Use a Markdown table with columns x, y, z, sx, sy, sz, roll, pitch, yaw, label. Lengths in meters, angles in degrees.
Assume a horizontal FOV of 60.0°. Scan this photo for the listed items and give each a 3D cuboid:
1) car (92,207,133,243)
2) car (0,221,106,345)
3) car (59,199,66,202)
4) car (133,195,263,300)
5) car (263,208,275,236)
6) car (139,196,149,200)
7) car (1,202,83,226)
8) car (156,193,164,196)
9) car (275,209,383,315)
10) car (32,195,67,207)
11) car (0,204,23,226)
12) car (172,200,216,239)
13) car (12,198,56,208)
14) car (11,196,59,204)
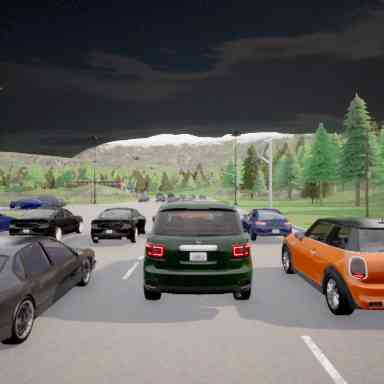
| x | y | z | sx | sy | sz | roll | pitch | yaw | label |
| --- | --- | --- | --- | --- | --- | --- | --- | --- | --- |
| -3.391 | 1.478 | 16.132 | 1.882 | 1.535 | 5.008 | 0 | 0 | 0 | car |
| -3.399 | 1.547 | 6.305 | 2.033 | 1.411 | 5.357 | 0 | 0 | 0 | car |
| -19.639 | 1.547 | 44.302 | 5.357 | 1.411 | 2.033 | 0 | 0 | -7 | car |
| 0.108 | 1.221 | 8.502 | 2.150 | 2.045 | 5.566 | 0 | 0 | 0 | car |
| 3.612 | 1.526 | 16.603 | 1.812 | 1.442 | 4.674 | 0 | 0 | 0 | car |
| -10.478 | 1.554 | 73.648 | 1.994 | 1.385 | 4.181 | 0 | 0 | 0 | car |
| -6.890 | 1.478 | 16.303 | 1.882 | 1.535 | 5.008 | 0 | 0 | 0 | car |
| -6.951 | 1.540 | 75.453 | 2.033 | 1.411 | 5.357 | 0 | 0 | 0 | car |
| 3.601 | 1.352 | 7.703 | 2.097 | 1.767 | 4.553 | 0 | 0 | 0 | car |
| -21.793 | 1.352 | 51.083 | 4.553 | 1.767 | 2.097 | 0 | 0 | -4 | car |
| -10.390 | 1.526 | 16.334 | 1.812 | 1.442 | 4.674 | 0 | 0 | 0 | car |
| 0.111 | 1.352 | 18.024 | 2.097 | 1.767 | 4.553 | 0 | 0 | 0 | car |
| -22.453 | 1.547 | 47.460 | 5.357 | 1.411 | 2.033 | 0 | 0 | -3 | car |
| -19.442 | 1.478 | 40.721 | 5.008 | 1.535 | 1.882 | 0 | 0 | -6 | car |
